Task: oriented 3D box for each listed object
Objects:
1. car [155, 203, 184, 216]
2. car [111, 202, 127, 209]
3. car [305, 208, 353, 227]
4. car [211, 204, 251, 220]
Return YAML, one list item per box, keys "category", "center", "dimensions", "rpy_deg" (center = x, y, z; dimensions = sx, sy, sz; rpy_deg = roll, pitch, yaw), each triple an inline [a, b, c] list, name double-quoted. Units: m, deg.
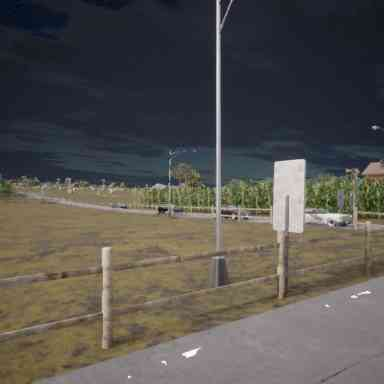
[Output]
- category: "car"
  center: [-2.954, 2.245, 43.446]
  dimensions: [1.882, 1.535, 5.008]
  rpy_deg: [3, -3, -35]
- category: "car"
  center: [-14.161, 2.596, 64.238]
  dimensions: [1.994, 1.385, 4.181]
  rpy_deg: [3, -1, -35]
- category: "car"
  center: [9.787, 1.919, 25.613]
  dimensions: [1.895, 1.301, 4.718]
  rpy_deg: [3, -3, -37]
- category: "car"
  center: [3.878, 2.037, 33.841]
  dimensions: [1.837, 1.490, 4.892]
  rpy_deg: [3, -3, -36]
